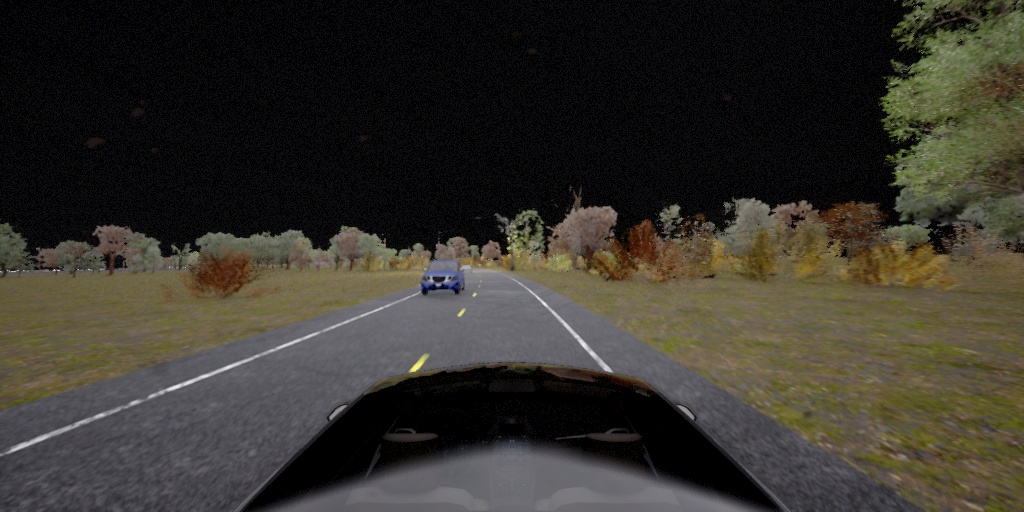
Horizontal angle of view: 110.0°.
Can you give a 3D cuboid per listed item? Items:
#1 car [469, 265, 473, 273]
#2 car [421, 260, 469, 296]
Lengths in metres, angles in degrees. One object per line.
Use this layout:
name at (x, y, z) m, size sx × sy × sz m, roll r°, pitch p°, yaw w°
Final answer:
car at (-7.821, 2.232, 62.553) m, size 1.812 × 1.442 × 4.674 m, roll 0°, pitch -1°, yaw -7°
car at (-4.122, 1.262, 22.274) m, size 2.150 × 2.045 × 5.566 m, roll 0°, pitch -1°, yaw -3°
